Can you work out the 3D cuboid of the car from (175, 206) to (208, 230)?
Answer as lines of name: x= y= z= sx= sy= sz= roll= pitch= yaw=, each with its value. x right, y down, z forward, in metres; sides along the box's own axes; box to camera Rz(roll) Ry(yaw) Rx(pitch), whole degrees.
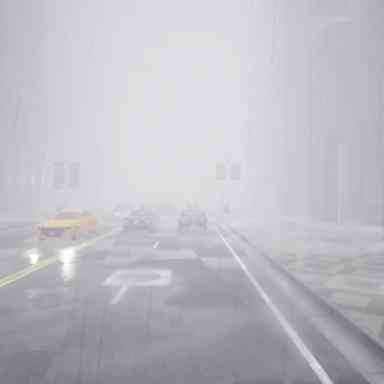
car: x=0.068 y=1.847 z=22.852 sx=1.895 sy=1.301 sz=4.718 roll=0 pitch=-1 yaw=0

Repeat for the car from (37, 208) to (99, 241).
car: x=-6.554 y=1.667 z=18.108 sx=1.882 sy=1.535 sz=5.008 roll=0 pitch=0 yaw=1

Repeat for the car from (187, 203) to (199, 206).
car: x=0.075 y=2.055 z=42.246 sx=2.033 sy=1.411 sz=5.357 roll=0 pitch=-1 yaw=0

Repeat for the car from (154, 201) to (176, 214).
car: x=-3.174 y=1.860 z=42.209 sx=2.097 sy=1.767 sz=4.553 roll=0 pitch=-1 yaw=0

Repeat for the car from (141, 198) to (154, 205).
car: x=-6.589 y=2.086 z=48.980 sx=1.882 sy=1.535 sz=5.008 roll=0 pitch=-1 yaw=0

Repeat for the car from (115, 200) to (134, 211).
car: x=-9.838 y=1.959 z=48.928 sx=2.097 sy=1.767 sz=4.553 roll=0 pitch=-1 yaw=0

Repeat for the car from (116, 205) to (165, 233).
car: x=-3.162 y=1.776 z=21.413 sx=2.033 sy=1.411 sz=5.357 roll=0 pitch=-1 yaw=0
